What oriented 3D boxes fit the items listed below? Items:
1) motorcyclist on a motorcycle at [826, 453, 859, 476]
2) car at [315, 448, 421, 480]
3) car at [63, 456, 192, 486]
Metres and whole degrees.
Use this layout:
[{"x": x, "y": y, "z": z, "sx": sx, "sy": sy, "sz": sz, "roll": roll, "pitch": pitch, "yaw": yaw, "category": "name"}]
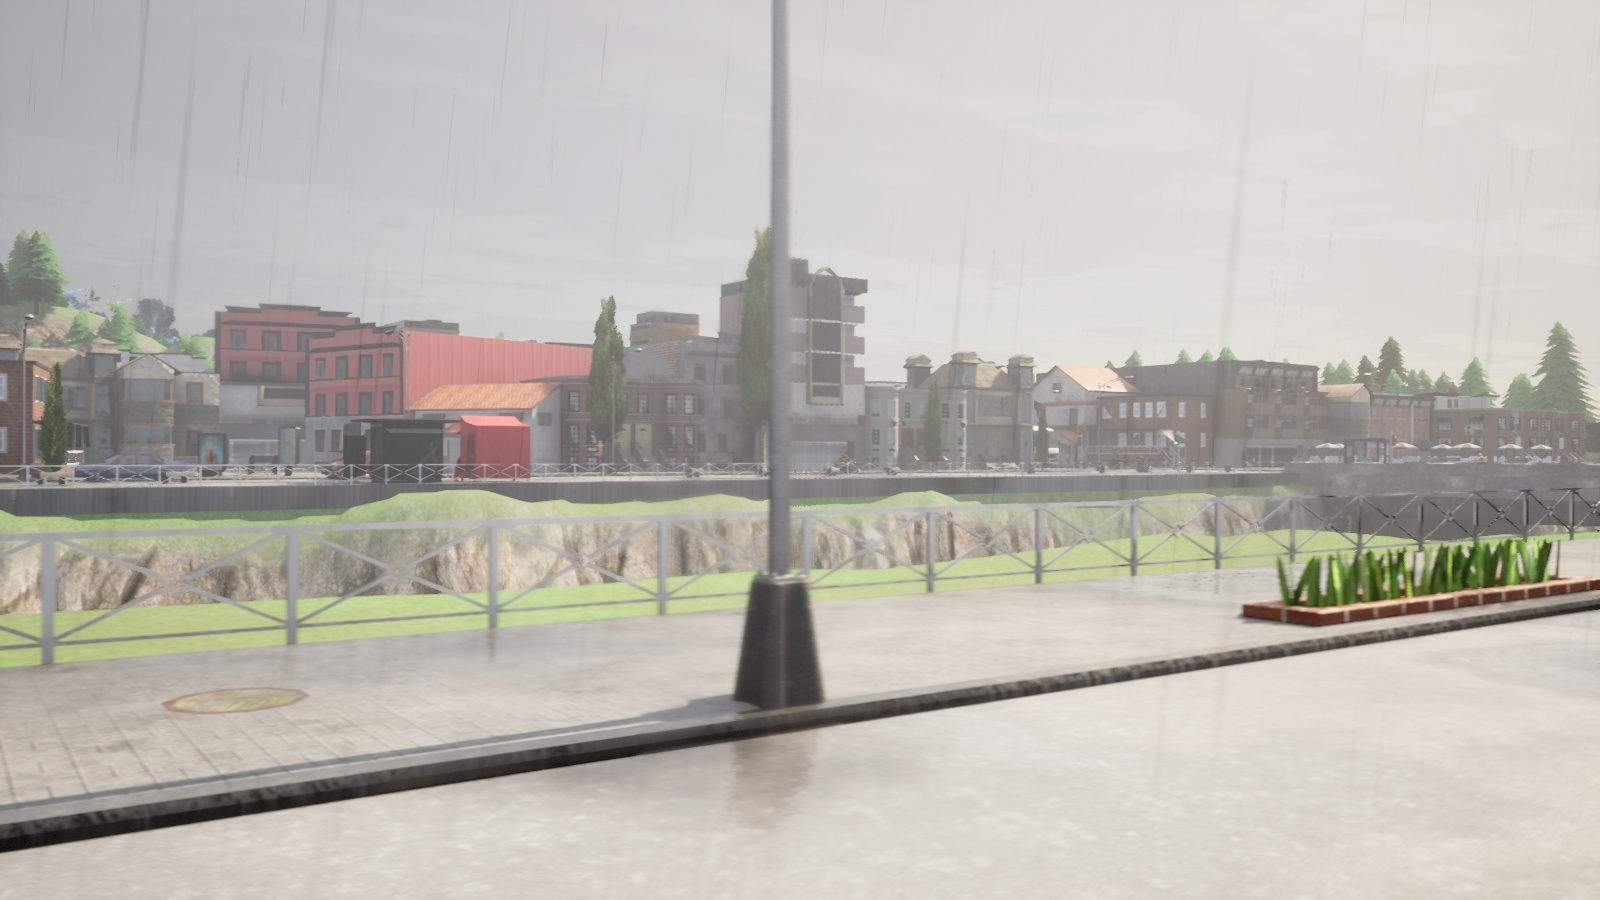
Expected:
[{"x": 2.929, "y": 0.985, "z": 86.368, "sx": 2.191, "sy": 1.530, "sz": 0.866, "roll": 0, "pitch": 0, "yaw": -35, "category": "motorcyclist on a motorcycle"}, {"x": -23.377, "y": 0.740, "z": 68.048, "sx": 5.027, "sy": 1.651, "sz": 2.152, "roll": 0, "pitch": 0, "yaw": -35, "category": "car"}, {"x": -32.869, "y": 1.013, "z": 61.437, "sx": 5.357, "sy": 1.411, "sz": 2.033, "roll": 0, "pitch": 0, "yaw": -35, "category": "car"}]
